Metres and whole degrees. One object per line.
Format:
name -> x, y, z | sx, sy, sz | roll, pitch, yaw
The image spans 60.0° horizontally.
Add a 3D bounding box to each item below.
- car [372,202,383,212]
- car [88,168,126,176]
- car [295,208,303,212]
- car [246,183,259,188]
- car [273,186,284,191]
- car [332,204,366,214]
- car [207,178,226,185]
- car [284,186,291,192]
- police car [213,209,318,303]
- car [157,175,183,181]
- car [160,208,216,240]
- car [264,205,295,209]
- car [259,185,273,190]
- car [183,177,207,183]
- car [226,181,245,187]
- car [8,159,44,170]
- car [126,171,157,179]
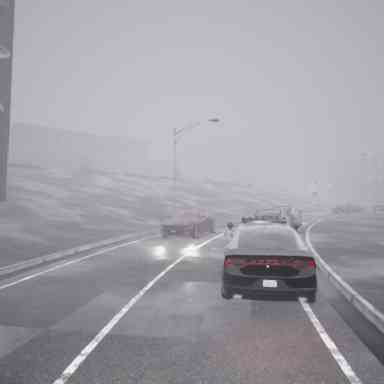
car -> 28.558, 2.272, 49.318 | 4.674, 1.442, 1.812 | 1, -4, -38
car -> -12.971, -2.713, 49.425 | 4.892, 1.521, 2.231 | 3, -5, -39
car -> 6.401, 1.679, 22.942 | 1.837, 1.490, 4.892 | -2, -1, 25
car -> 11.799, -1.088, 71.722 | 2.002, 1.452, 4.674 | -4, -6, 45
car -> 19.346, -0.647, 79.792 | 2.185, 1.767, 4.553 | -4, -6, 42
car -> 19.699, 2.146, 42.053 | 4.718, 1.301, 1.895 | 1, -4, -40
car -> 3.779, -1.822, 63.869 | 4.553, 1.767, 2.185 | 4, -6, -42
car -> 23.054, -0.426, 83.998 | 2.435, 2.045, 5.566 | -4, -6, 41
police car -> 1.839, 1.452, 8.516 | 1.930, 1.638, 5.238 | -1, 0, 10
car -> -4.448, -2.192, 56.466 | 4.674, 1.452, 2.002 | 3, -5, -40
car -> -0.093, 1.676, 18.587 | 1.882, 1.535, 5.008 | -2, -1, 19
car -> 4.229, 1.612, 17.642 | 1.837, 1.490, 4.892 | -1, -1, 19
car -> 15.545, -0.842, 75.634 | 2.231, 1.521, 4.892 | -4, -6, 44
car -> -0.286, -1.967, 60.129 | 5.008, 1.535, 2.097 | 4, -5, -41
car -> 7.901, -1.380, 67.825 | 4.792, 1.488, 2.163 | 4, -6, -44
car -> -21.474, -3.265, 42.560 | 4.553, 1.767, 2.185 | 3, -5, -39
car -> -8.687, -2.484, 52.899 | 4.892, 1.521, 2.231 | 3, -5, -39
